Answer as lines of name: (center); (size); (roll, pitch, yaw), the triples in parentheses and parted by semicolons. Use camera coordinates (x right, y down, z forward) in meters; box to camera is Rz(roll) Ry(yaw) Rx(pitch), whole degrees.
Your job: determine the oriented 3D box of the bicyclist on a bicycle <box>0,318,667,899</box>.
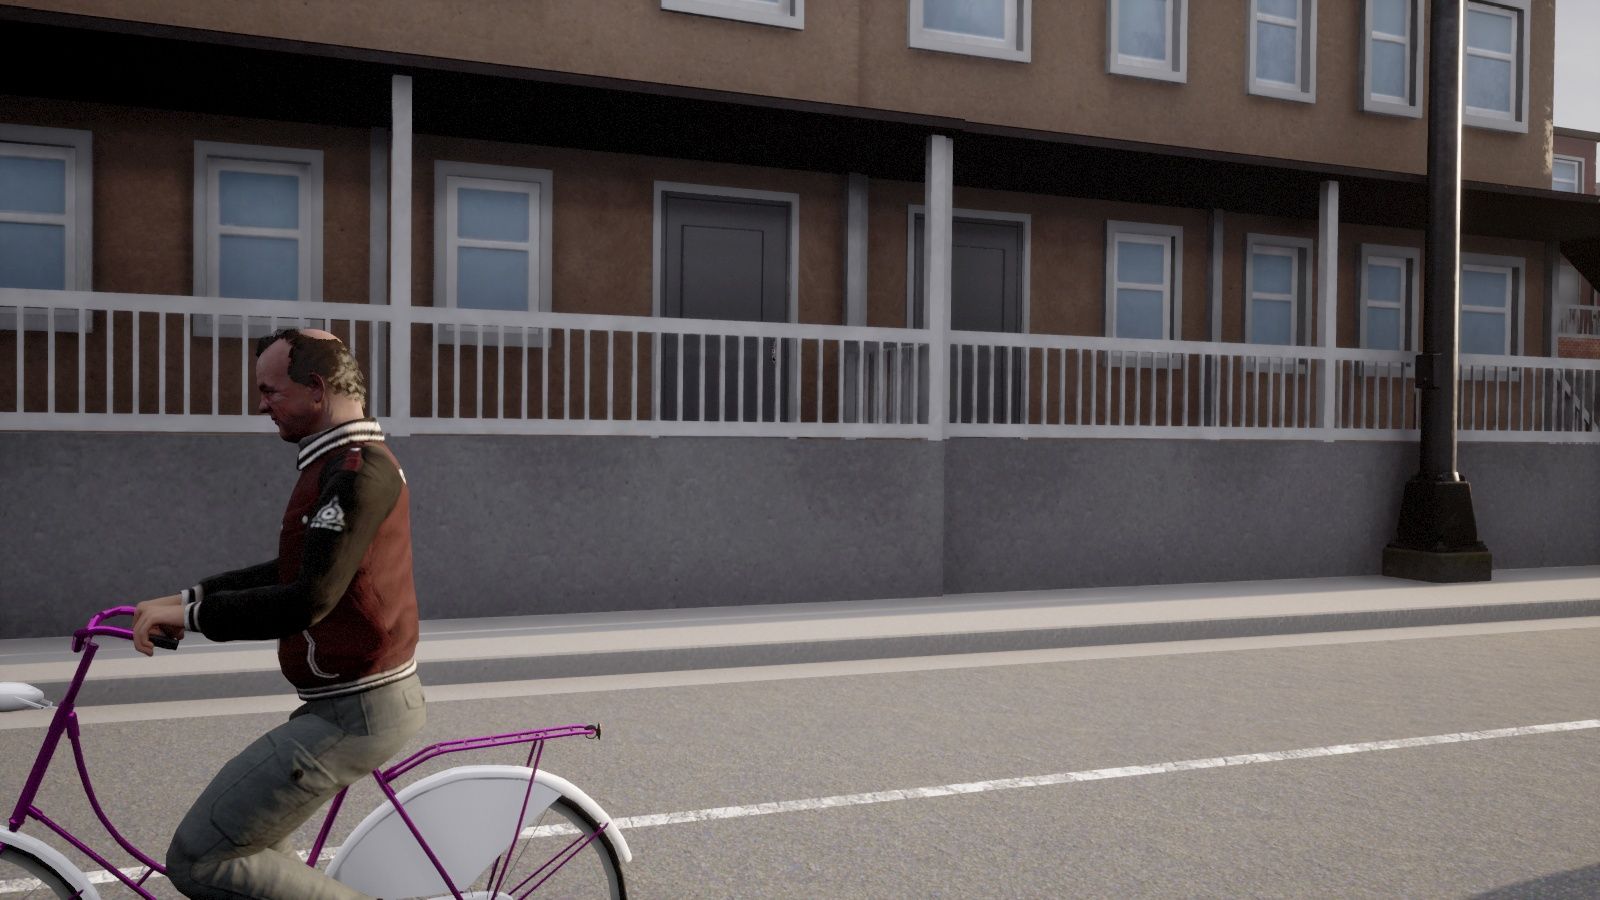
bicyclist on a bicycle: (-1.275, 0.638, 2.753); (1.843, 1.776, 0.659); (-1, 1, -21)
